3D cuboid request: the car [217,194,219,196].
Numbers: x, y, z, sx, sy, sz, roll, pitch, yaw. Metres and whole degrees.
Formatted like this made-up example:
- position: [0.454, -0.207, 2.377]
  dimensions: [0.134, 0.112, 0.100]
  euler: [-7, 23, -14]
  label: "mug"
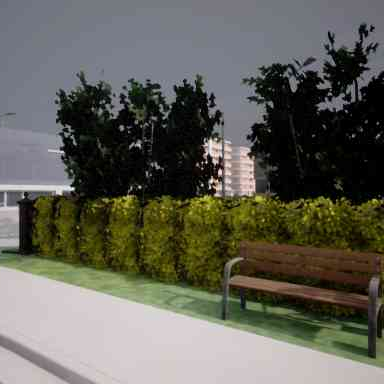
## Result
- position: [3.436, 0.832, 63.483]
  dimensions: [1.812, 1.442, 4.674]
  euler: [0, 1, 35]
  label: "car"
